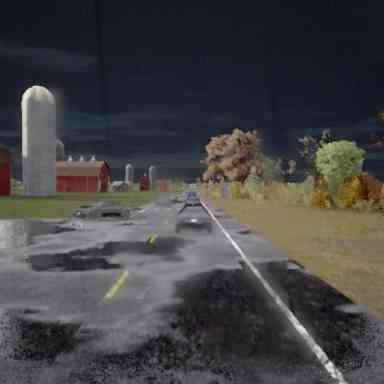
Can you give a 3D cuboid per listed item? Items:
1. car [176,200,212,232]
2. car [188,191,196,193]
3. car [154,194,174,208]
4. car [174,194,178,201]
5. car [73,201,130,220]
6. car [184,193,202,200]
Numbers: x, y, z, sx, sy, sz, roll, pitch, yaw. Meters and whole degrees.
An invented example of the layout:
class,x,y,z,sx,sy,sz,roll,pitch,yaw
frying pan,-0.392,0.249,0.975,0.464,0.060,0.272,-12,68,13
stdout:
class,x,y,z,sx,sy,sz,roll,pitch,yaw
car,0.111,1.413,19.109,1.994,1.385,4.181,1,1,0
car,-0.006,0.686,74.203,2.150,2.045,5.566,0,0,0
car,-3.594,1.203,41.724,1.837,1.490,4.892,0,1,0
car,-3.533,1.053,60.699,2.128,1.511,4.902,0,0,1
car,-6.657,1.345,24.837,1.994,1.385,4.181,0,-1,38
car,0.098,1.206,39.610,2.128,1.511,4.902,0,0,0
